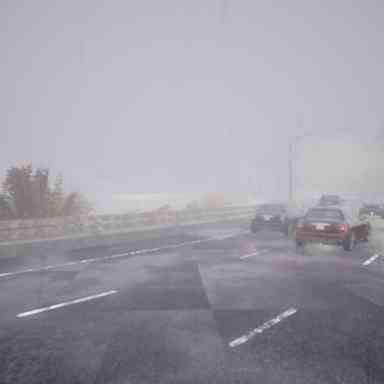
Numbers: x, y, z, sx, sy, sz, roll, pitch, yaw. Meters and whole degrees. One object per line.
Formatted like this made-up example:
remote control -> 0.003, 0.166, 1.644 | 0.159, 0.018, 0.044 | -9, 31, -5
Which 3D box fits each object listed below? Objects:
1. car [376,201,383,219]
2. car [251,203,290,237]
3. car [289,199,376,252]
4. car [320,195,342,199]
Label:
car -> 16.297, 1.557, 30.223 | 1.837, 1.490, 4.892 | 0, 0, 27
car -> 5.128, 1.376, 18.710 | 2.097, 1.767, 4.553 | 0, 0, 37
car -> 6.197, 1.373, 14.341 | 2.097, 1.767, 4.553 | 0, 0, 38
car -> 14.087, 1.272, 33.559 | 2.150, 2.045, 5.566 | 0, 0, 27
